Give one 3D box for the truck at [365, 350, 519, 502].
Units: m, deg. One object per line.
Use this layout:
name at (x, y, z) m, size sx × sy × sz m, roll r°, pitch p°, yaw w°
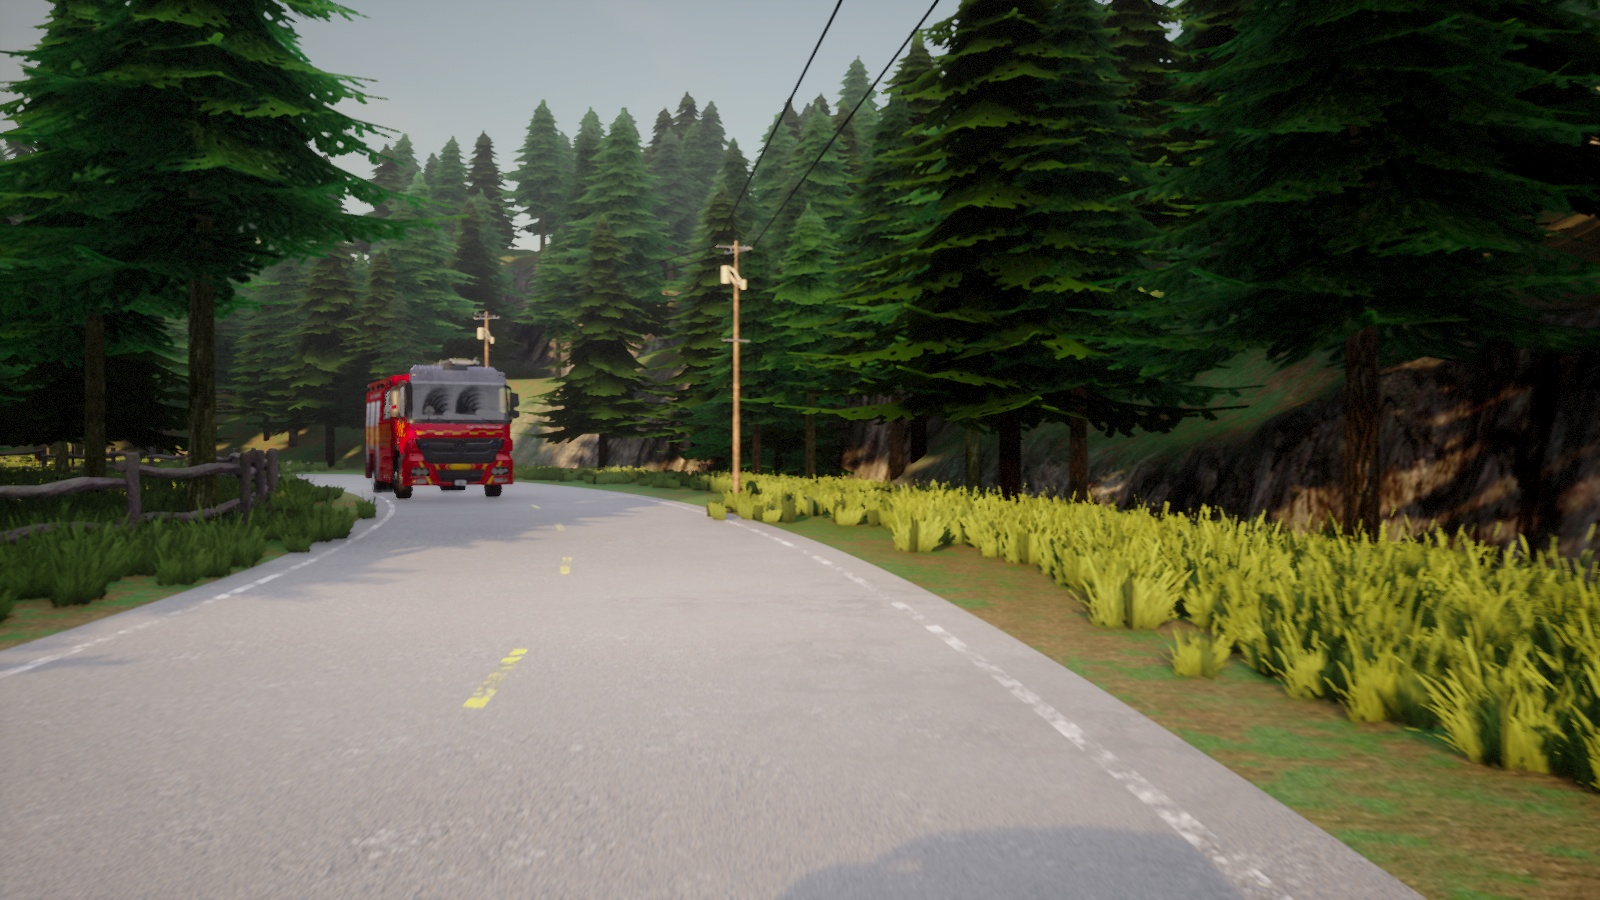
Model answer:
truck at (-10.499, -0.628, 36.144) m, size 2.891 × 3.827 × 8.468 m, roll 0°, pitch 0°, yaw -26°
